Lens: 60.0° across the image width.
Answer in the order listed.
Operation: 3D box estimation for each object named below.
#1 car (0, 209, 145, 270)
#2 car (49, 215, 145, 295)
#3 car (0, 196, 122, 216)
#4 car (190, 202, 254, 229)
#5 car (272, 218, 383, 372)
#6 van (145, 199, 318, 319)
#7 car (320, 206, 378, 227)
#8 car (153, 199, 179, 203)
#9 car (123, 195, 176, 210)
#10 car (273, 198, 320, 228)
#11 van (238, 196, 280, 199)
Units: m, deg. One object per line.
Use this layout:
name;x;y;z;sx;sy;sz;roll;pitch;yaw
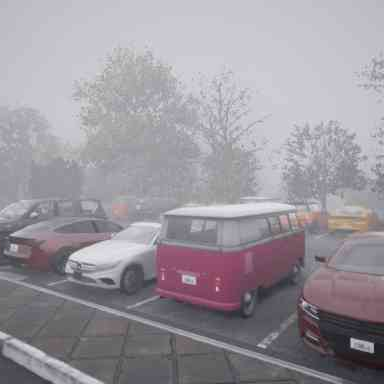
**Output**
car;-3.348;1.527;10.713;2.163;1.488;4.792;0;0;36
car;-1.109;1.533;9.072;2.002;1.452;4.674;0;0;36
car;-5.637;1.250;12.285;2.435;2.045;5.566;0;0;36
car;2.174;1.501;22.806;2.231;1.521;4.892;0;0;36
car;3.404;1.486;5.837;2.097;1.535;5.008;0;0;36
van;1.213;1.264;7.546;1.878;1.987;4.442;0;0;36
car;8.824;1.489;18.033;2.097;1.535;5.008;0;0;36
car;-0.178;1.503;24.275;1.946;1.575;5.366;0;0;36
car;-2.304;1.264;26.063;2.435;2.045;5.566;-1;0;36
car;6.660;1.367;19.555;2.185;1.767;4.553;0;0;36
van;4.496;1.271;21.291;1.878;1.987;4.442;0;0;36
